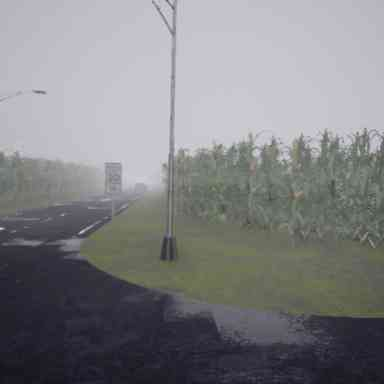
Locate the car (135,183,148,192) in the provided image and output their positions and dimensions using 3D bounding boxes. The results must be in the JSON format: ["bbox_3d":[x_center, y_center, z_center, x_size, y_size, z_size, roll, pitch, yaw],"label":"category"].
[{"bbox_3d":[-8.607,-0.832,56.465,1.837,1.490,4.892,1,2,-4],"label":"car"}]
